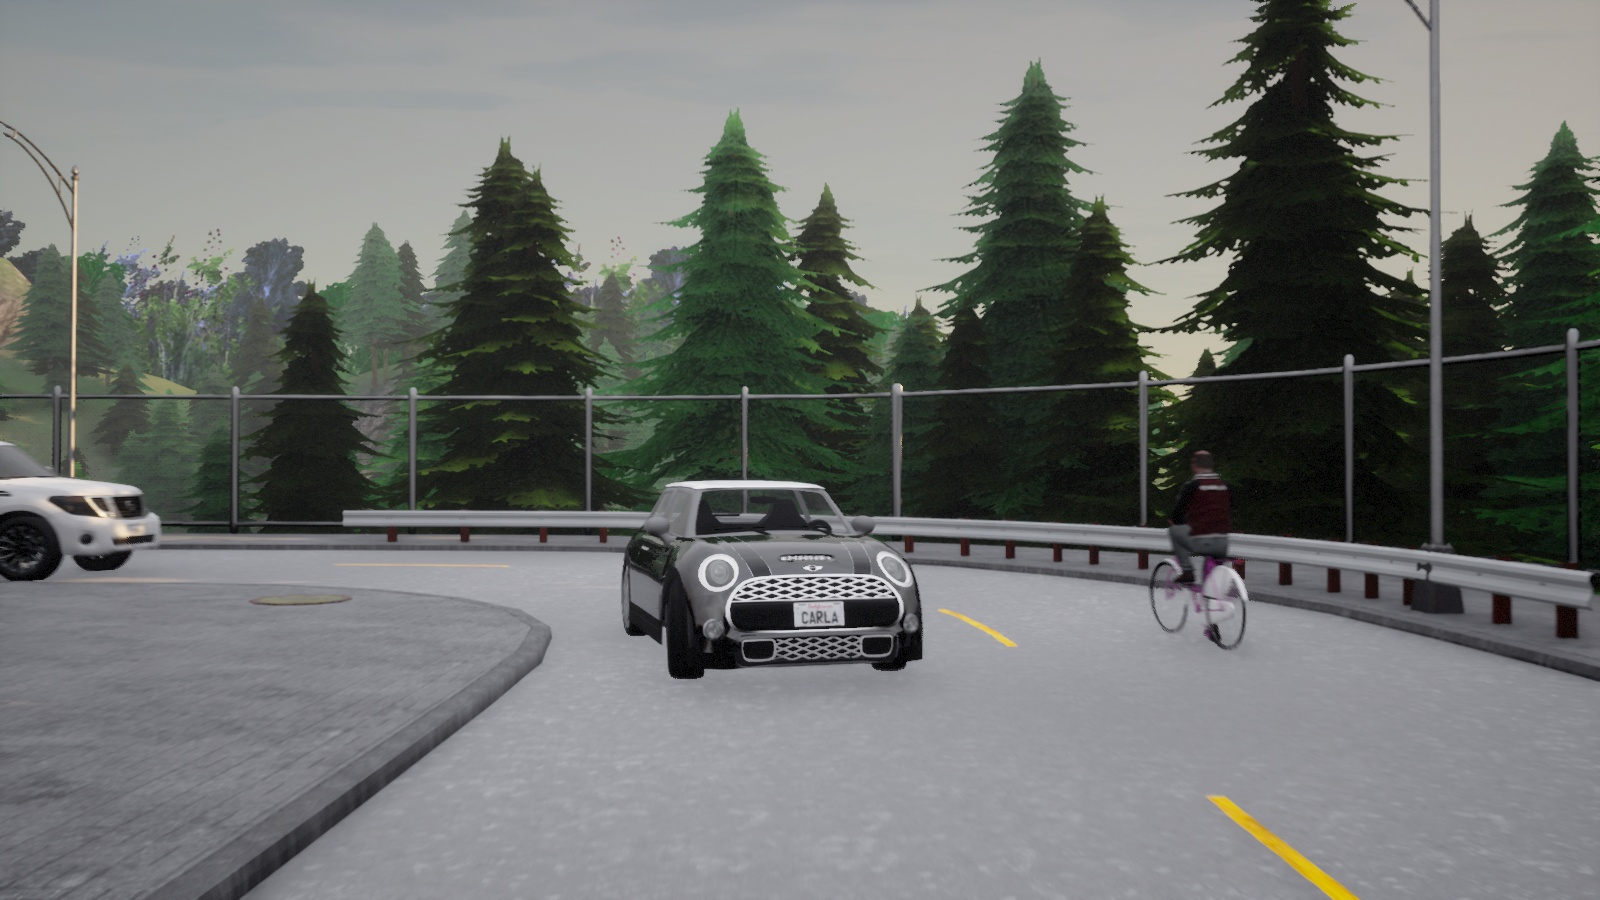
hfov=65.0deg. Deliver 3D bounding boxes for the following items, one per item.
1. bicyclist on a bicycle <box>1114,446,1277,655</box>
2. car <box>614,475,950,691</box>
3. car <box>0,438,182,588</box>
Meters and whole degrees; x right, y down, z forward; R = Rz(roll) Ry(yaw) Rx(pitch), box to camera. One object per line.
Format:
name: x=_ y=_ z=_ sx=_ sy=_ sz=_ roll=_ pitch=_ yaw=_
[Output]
bicyclist on a bicycle: x=3.627 y=0.868 z=11.697 sx=0.659 sy=1.776 sz=1.843 roll=-1 pitch=-1 yaw=-9
car: x=-0.366 y=0.963 z=10.786 sx=1.970 sy=1.475 sz=3.806 roll=0 pitch=-1 yaw=-16
car: x=-12.282 y=0.888 z=18.220 sx=5.566 sy=2.045 sz=2.150 roll=0 pitch=-1 yaw=0
